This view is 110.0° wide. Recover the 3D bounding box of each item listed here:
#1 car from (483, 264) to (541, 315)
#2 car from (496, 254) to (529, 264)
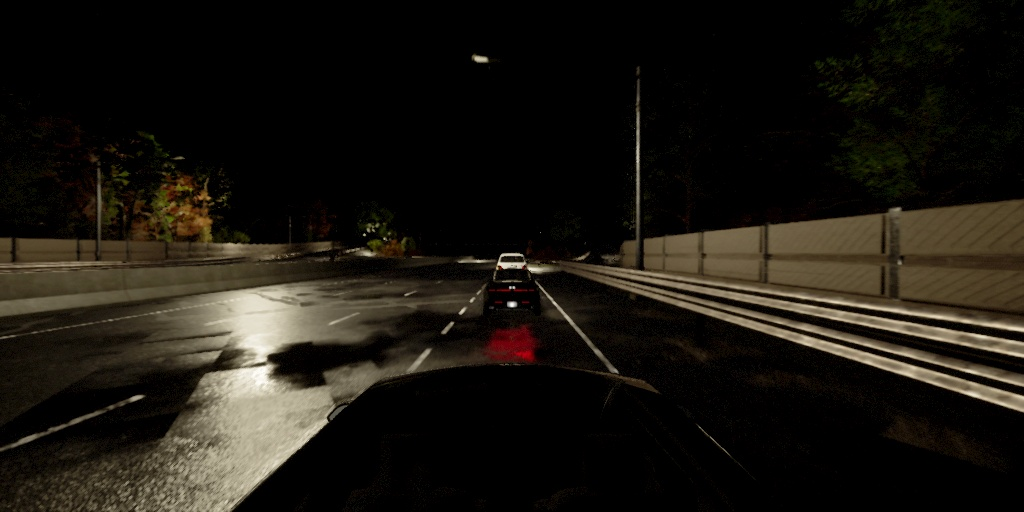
[{"bbox_3d":[0.004,1.205,13.271,1.837,1.490,4.892,0,0,0],"label":"car"},{"bbox_3d":[0.017,0.866,25.963,2.150,2.045,5.566,0,0,0],"label":"car"}]
